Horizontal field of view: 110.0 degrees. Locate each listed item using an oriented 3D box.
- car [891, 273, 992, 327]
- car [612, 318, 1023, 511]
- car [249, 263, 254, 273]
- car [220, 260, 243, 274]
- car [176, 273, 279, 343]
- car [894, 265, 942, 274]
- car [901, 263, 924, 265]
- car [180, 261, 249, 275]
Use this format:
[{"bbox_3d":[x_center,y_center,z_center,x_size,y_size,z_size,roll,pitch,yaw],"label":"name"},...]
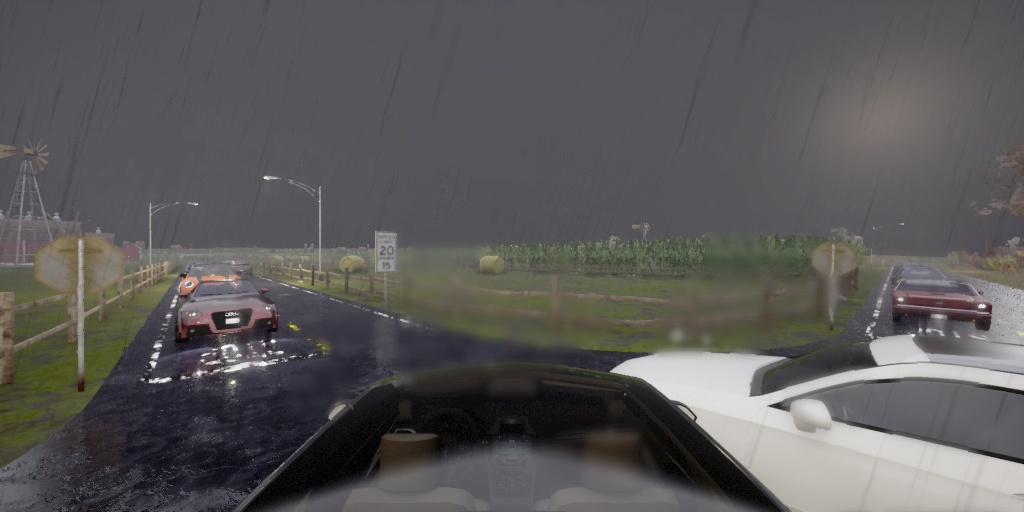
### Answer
[{"bbox_3d":[13.502,1.398,11.468,4.718,1.301,1.895,0,1,-43],"label":"car"},{"bbox_3d":[2.836,1.294,2.391,1.812,1.442,4.674,0,1,-44],"label":"car"},{"bbox_3d":[-27.033,1.283,35.647,2.128,1.511,4.902,0,0,-42],"label":"car"},{"bbox_3d":[-33.765,1.304,43.095,1.837,1.490,4.892,0,0,-42],"label":"car"},{"bbox_3d":[-7.954,1.355,9.962,1.994,1.385,4.181,0,0,-43],"label":"car"},{"bbox_3d":[20.570,1.362,18.042,5.357,1.411,2.033,0,1,-43],"label":"car"},{"bbox_3d":[27.315,1.400,24.307,4.181,1.385,1.994,0,1,-43],"label":"car"},{"bbox_3d":[-13.740,1.140,16.437,2.097,1.767,4.553,0,0,-42],"label":"car"}]
